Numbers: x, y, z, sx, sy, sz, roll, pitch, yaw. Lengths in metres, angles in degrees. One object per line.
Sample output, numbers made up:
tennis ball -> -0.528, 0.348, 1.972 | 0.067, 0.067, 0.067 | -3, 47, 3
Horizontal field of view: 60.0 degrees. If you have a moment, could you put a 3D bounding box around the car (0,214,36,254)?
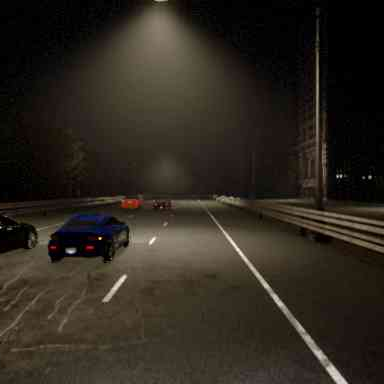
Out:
car -> -6.909, 1.446, 10.992 | 1.837, 1.490, 4.892 | 0, 0, 0

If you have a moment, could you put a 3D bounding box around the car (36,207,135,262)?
car -> -3.413, 1.464, 11.680 | 1.812, 1.442, 4.674 | 0, 0, 0

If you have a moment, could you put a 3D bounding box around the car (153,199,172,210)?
car -> -3.437, 1.424, 39.541 | 1.895, 1.301, 4.718 | 0, 0, 0

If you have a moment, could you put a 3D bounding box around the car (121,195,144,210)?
car -> -6.937, 1.174, 39.346 | 2.097, 1.767, 4.553 | 0, 0, 0

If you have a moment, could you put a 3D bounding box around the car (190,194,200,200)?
car -> 1.141, 1.441, 88.166 | 1.812, 1.442, 4.674 | 0, 0, 0
